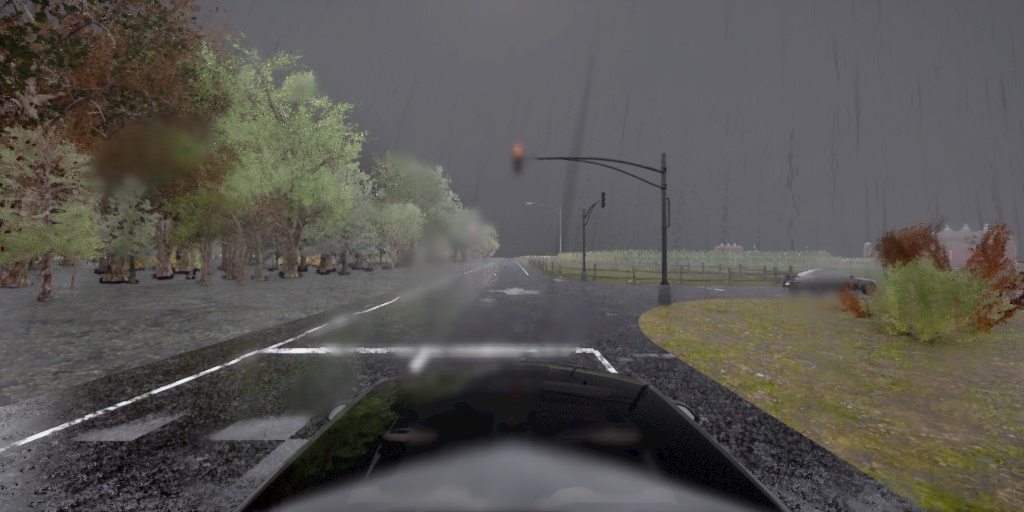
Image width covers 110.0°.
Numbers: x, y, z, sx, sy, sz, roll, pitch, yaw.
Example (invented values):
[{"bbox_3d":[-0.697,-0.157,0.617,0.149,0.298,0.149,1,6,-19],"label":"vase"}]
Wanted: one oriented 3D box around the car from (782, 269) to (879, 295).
[{"bbox_3d":[18.301,1.468,20.740,4.674,1.442,1.812,1,-1,0],"label":"car"}]
